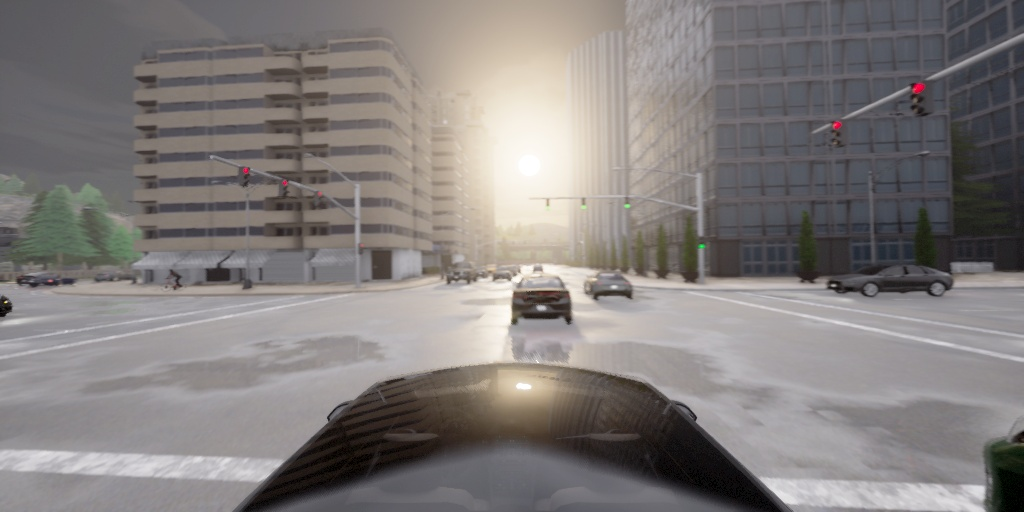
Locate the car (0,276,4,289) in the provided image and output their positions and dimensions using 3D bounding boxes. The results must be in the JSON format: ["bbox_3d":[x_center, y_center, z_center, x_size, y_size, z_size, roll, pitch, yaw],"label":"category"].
[{"bbox_3d":[-48.773,2.512,32.400,1.895,1.301,4.718,0,-1,-37],"label":"car"}]

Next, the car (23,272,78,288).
[{"bbox_3d":[-47.965,2.580,37.615,1.895,1.301,4.718,0,-1,-30],"label":"car"}]

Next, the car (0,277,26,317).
[{"bbox_3d":[-21.978,1.720,13.658,4.892,1.490,1.837,-1,-1,7],"label":"car"}]

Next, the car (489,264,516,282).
[{"bbox_3d":[-0.936,1.820,37.258,1.837,1.490,4.892,-1,-1,4],"label":"car"}]

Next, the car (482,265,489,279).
[{"bbox_3d":[-3.965,1.967,43.823,1.837,1.490,4.892,-1,-1,4],"label":"car"}]

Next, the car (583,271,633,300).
[{"bbox_3d":[4.971,1.462,18.954,1.994,1.385,4.181,-1,-1,4],"label":"car"}]

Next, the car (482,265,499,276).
[{"bbox_3d":[-3.191,2.082,53.795,1.882,1.535,5.008,-1,-1,4],"label":"car"}]

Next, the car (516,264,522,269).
[{"bbox_3d":[-0.247,1.940,46.572,2.128,1.511,4.902,-1,-1,4],"label":"car"}]

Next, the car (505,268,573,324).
[{"bbox_3d":[1.007,1.351,12.615,1.882,1.535,5.008,-1,-1,4],"label":"car"}]

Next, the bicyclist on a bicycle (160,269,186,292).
[{"bbox_3d":[-24.300,1.738,25.746,0.582,1.620,1.656,-1,-1,11],"label":"bicyclist on a bicycle"}]

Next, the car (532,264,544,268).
[{"bbox_3d":[4.461,2.126,61.053,1.812,1.442,4.674,-1,-1,4],"label":"car"}]

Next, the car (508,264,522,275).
[{"bbox_3d":[0.553,2.072,56.844,1.882,1.535,5.008,-1,-1,4],"label":"car"}]

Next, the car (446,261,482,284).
[{"bbox_3d":[-4.673,1.546,34.150,2.150,2.045,5.566,-1,-1,4],"label":"car"}]

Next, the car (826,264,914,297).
[{"bbox_3d":[18.279,1.169,17.524,4.892,1.490,1.837,-1,-1,5],"label":"car"}]
